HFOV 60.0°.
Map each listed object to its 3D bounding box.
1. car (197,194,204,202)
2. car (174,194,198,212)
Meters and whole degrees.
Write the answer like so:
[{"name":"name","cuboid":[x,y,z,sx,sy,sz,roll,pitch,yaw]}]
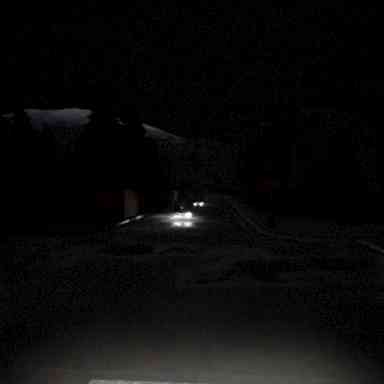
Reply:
[{"name":"car","cuboid":[1.347,1.162,64.357,2.128,1.511,4.902,0,0,4]},{"name":"car","cuboid":[-0.842,1.306,35.920,2.128,1.511,4.902,0,0,4]}]
